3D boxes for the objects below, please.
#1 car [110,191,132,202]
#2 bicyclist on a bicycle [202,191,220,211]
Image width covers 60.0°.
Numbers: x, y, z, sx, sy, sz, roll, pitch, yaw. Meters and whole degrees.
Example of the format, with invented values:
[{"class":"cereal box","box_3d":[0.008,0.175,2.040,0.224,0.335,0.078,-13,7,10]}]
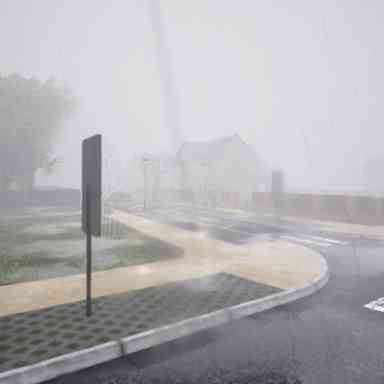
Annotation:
[{"class":"car","box_3d":[-8.934,0.556,41.698,1.994,1.385,4.181,0,1,-27]},{"class":"bicyclist on a bicycle","box_3d":[1.559,0.725,27.186,1.656,1.620,0.582,0,1,-27]}]
